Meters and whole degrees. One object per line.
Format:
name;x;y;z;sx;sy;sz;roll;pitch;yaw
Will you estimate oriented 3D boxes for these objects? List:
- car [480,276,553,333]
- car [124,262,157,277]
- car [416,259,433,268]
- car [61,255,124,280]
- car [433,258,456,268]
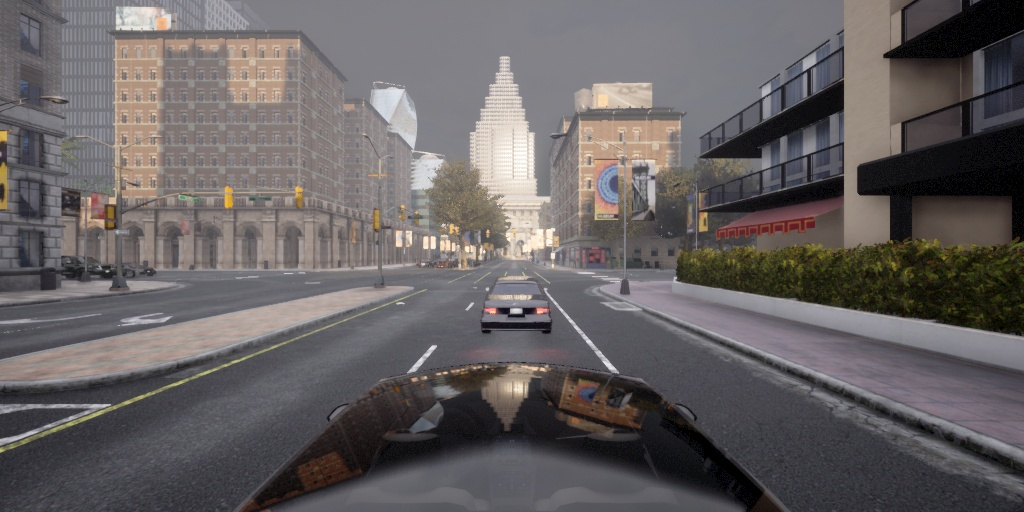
car;0.131;1.297;10.666;2.033;1.411;5.357;0;0;1
car;-36.884;1.314;34.434;4.181;1.385;1.994;0;0;0
car;-14.621;1.242;61.457;2.128;1.511;4.902;0;0;1
car;-37.657;0.971;30.932;5.566;2.045;2.150;0;0;0
car;-11.147;1.102;59.576;2.097;1.767;4.553;0;0;1
